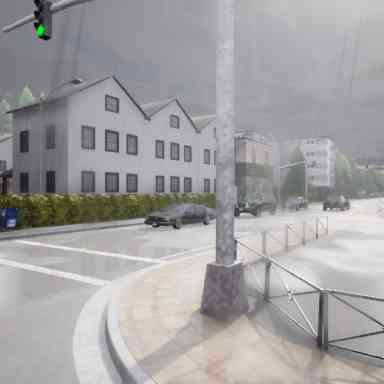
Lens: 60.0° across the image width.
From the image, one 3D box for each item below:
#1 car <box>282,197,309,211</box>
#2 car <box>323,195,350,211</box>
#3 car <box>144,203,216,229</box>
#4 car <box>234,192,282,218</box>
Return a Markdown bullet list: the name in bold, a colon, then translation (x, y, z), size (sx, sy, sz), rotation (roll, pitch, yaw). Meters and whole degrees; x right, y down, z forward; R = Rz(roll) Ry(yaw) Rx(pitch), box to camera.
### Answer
- **car**: translation (11.545, 1.304, 37.088), size (2.128, 1.511, 4.902), rotation (0, 0, 36)
- **car**: translation (16.387, 1.164, 37.606), size (2.097, 1.767, 4.553), rotation (0, 0, 35)
- **car**: translation (-0.490, 1.360, 20.195), size (2.033, 1.411, 5.357), rotation (0, 0, 35)
- **car**: translation (5.476, 1.034, 28.607), size (2.150, 2.045, 5.566), rotation (0, 0, 35)
